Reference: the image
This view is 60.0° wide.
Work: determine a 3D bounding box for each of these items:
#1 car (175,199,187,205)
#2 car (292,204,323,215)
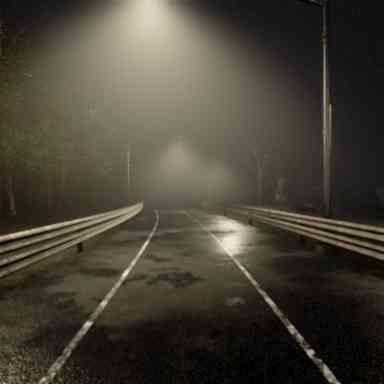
[{"bbox_3d":[-2.782,2.532,86.250,2.033,1.411,5.357,0,0,-25],"label":"car"},{"bbox_3d":[16.207,2.374,46.268,1.895,1.301,4.718,0,0,-25],"label":"car"}]
